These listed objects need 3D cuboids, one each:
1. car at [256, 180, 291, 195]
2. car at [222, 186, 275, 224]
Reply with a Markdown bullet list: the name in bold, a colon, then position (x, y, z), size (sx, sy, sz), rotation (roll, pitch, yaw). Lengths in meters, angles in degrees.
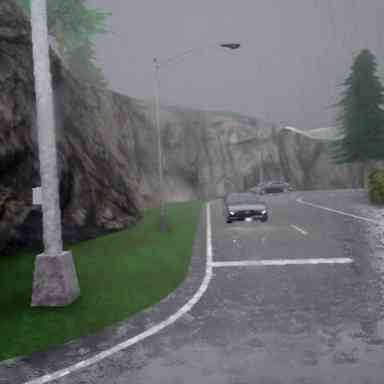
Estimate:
- **car**: position (7.876, -0.397, 33.802), size (4.902, 1.511, 2.128), rotation (-4, 3, -29)
- **car**: position (2.469, 0.661, 16.771), size (2.033, 1.411, 5.357), rotation (-2, 3, 2)
